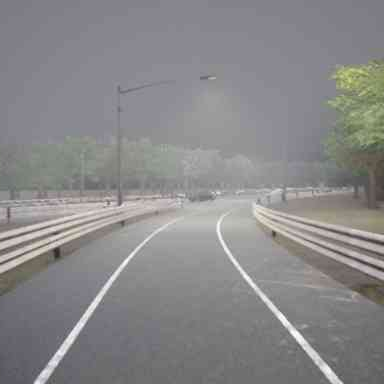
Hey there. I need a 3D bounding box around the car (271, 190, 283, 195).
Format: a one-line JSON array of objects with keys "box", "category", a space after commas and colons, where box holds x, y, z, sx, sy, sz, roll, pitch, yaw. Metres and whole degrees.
[{"box": [20.854, 0.256, 81.425, 1.812, 1.442, 4.674, 0, 2, 39], "category": "car"}]

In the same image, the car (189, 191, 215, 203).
[{"box": [1.824, 0.760, 57.861, 2.150, 2.045, 5.566, 0, 2, 39], "category": "car"}]
